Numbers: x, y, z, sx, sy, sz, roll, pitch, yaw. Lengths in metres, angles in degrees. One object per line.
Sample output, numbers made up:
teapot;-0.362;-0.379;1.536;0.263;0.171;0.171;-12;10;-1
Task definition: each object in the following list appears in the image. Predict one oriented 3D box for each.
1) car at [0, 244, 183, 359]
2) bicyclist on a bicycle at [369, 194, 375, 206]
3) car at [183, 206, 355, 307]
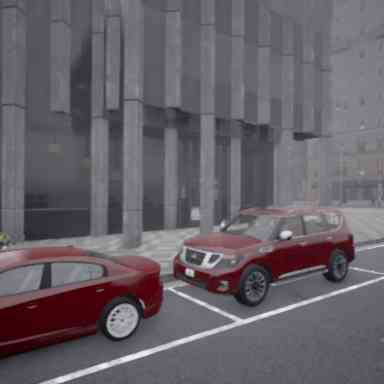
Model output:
car;-2.570;1.544;4.923;4.507;1.381;1.887;0;1;-35
bicyclist on a bicycle;24.582;1.088;45.360;1.656;1.620;0.582;0;0;-35
car;2.011;1.306;8.186;5.009;1.841;2.192;0;1;-35
